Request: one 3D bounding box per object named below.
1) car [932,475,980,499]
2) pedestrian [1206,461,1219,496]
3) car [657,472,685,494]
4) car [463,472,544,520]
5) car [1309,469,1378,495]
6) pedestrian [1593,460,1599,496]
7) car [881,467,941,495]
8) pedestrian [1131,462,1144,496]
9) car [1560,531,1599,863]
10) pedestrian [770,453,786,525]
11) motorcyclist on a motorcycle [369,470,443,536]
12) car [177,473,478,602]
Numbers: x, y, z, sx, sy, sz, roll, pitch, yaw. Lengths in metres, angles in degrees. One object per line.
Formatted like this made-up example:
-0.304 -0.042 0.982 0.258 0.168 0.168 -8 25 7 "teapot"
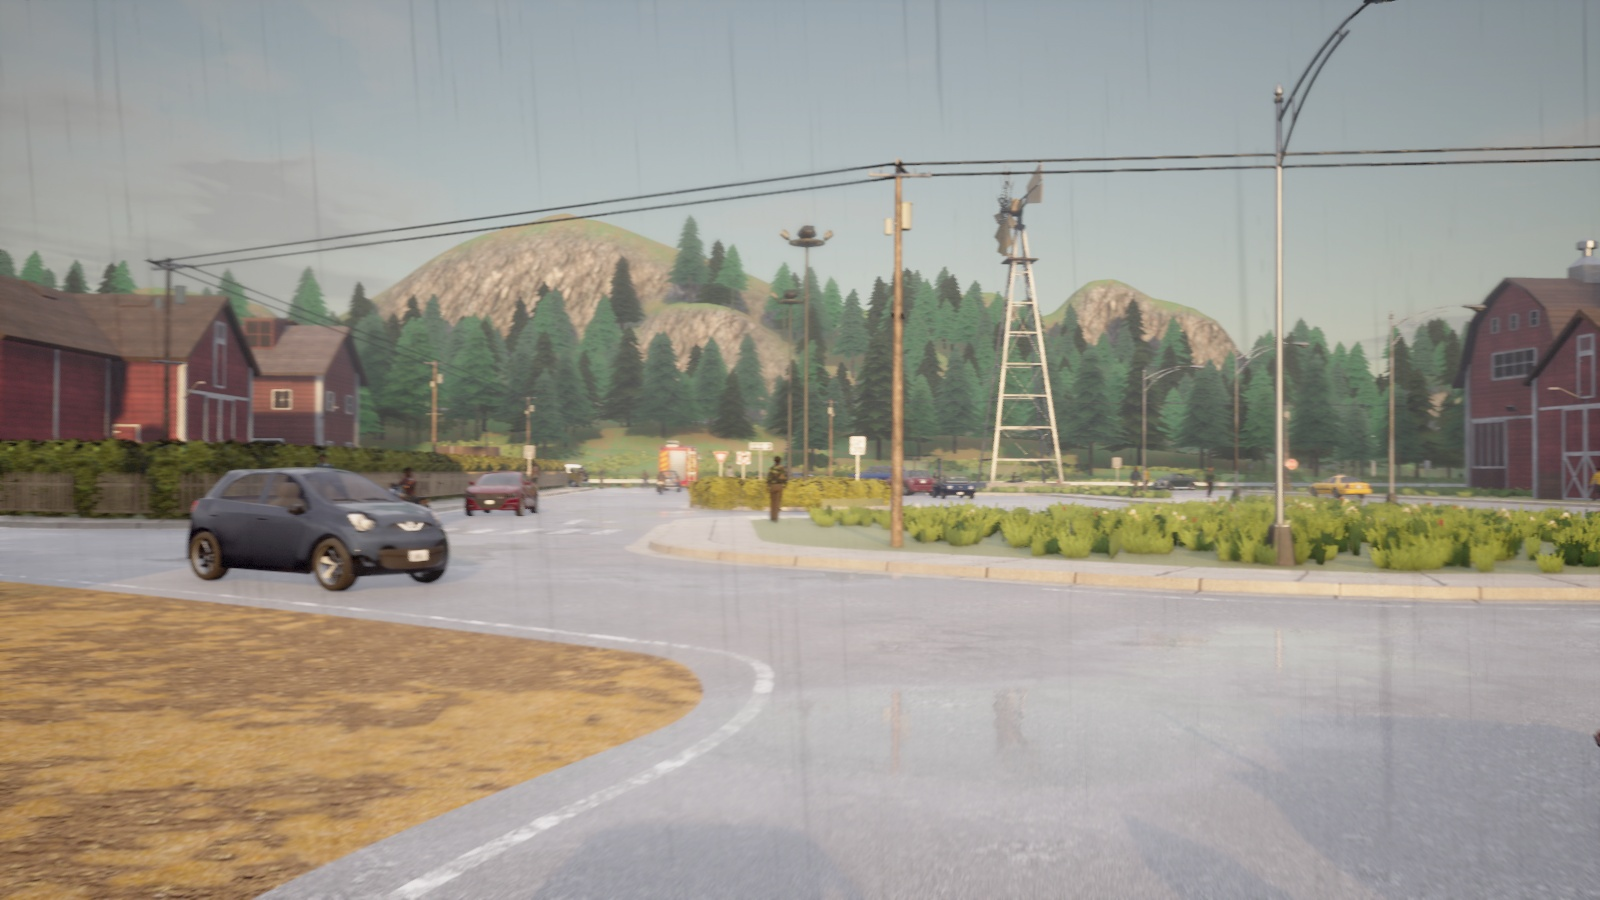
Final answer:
9.033 2.115 72.951 1.895 1.301 4.718 0 -1 -4 "car"
23.373 1.601 71.118 0.423 1.949 0.788 0 -1 -3 "pedestrian"
-9.159 2.316 89.333 1.789 1.549 3.705 0 -1 -3 "car"
-10.145 1.546 43.347 1.882 1.535 5.008 0 -1 -3 "car"
34.498 2.002 79.885 1.801 1.575 5.366 0 -1 -4 "car"
40.552 1.427 63.503 0.431 1.840 0.709 0 -1 -4 "pedestrian"
7.217 2.028 81.926 2.097 1.767 4.553 0 -1 -21 "car"
18.522 1.577 68.892 0.370 1.835 0.726 0 -1 -13 "pedestrian"
3.794 0.953 2.833 1.895 1.301 4.718 0 -1 9 "car"
-0.604 1.042 34.033 0.395 1.930 0.692 0 -1 -4 "pedestrian"
-10.140 1.334 32.394 0.766 1.649 2.350 0 -1 12 "motorcyclist on a motorcycle"
-6.239 1.064 16.543 3.633 1.501 1.845 0 -1 31 "car"
